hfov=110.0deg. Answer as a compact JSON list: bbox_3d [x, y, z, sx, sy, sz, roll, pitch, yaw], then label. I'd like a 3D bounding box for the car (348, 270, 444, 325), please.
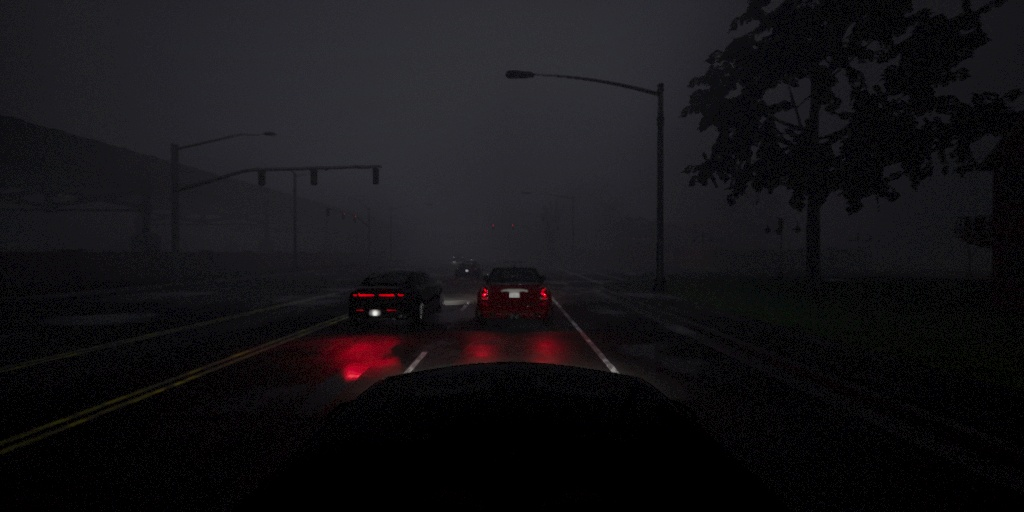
[{"bbox_3d":[-3.424,1.173,11.358,1.837,1.490,4.892,0,0,0],"label":"car"}]

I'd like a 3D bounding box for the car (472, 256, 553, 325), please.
[{"bbox_3d":[0.074,1.022,11.581,2.097,1.767,4.553,0,1,0],"label":"car"}]

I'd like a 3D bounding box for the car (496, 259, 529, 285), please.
[{"bbox_3d":[0.062,1.046,25.277,2.128,1.511,4.902,0,1,0],"label":"car"}]

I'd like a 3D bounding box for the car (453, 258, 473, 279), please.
[{"bbox_3d":[-3.423,1.083,29.237,1.994,1.385,4.181,0,1,0],"label":"car"}]
